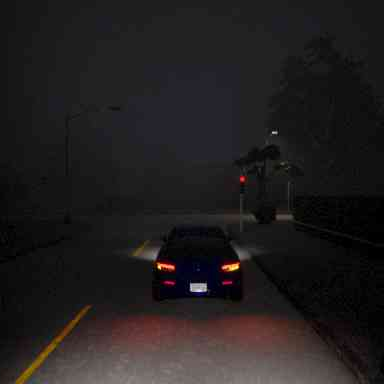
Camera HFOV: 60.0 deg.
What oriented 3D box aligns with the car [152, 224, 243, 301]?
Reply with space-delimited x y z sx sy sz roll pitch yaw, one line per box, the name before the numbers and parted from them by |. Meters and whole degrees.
car | 0.122 1.526 8.192 1.812 1.442 4.674 0 0 0
